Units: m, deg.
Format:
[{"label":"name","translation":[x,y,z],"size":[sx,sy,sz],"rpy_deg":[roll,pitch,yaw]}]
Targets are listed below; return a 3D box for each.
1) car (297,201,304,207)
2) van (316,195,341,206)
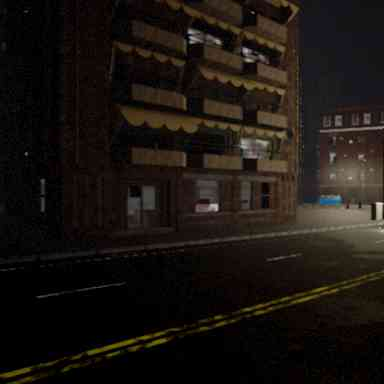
[{"label":"car","translation":[14.958,1.601,51.084],"size":[4.206,1.307,1.802],"rpy_deg":[1,-1,21]},{"label":"van","translation":[23.363,1.493,56.794],"size":[3.998,1.788,1.690],"rpy_deg":[1,-1,21]}]
